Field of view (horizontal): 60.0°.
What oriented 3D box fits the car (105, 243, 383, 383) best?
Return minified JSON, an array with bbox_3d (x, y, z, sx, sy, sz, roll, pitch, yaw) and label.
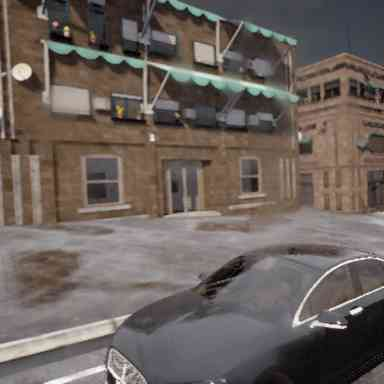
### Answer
[{"bbox_3d":[1.330,1.520,4.385,4.892,1.490,1.837,0,0,-36],"label":"car"}]
